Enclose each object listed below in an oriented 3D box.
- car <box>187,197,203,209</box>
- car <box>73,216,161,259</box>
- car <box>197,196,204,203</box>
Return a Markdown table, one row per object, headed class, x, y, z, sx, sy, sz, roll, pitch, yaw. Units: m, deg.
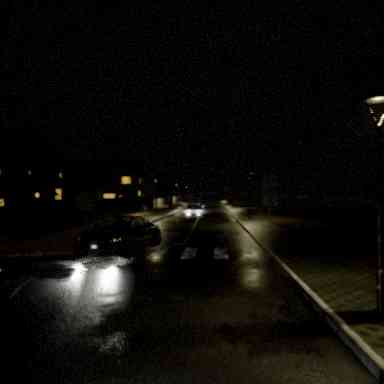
| class | x | y | z | sx | sy | sz | roll | pitch | yaw |
| --- | --- | --- | --- | --- | --- | --- | --- | --- | --- |
| car | 0.280 | 1.812 | 48.462 | 1.895 | 1.301 | 4.718 | 0 | 0 | 3 |
| car | -2.748 | 1.645 | 13.053 | 1.994 | 1.385 | 4.181 | 0 | 0 | 16 |
| car | 1.448 | 1.617 | 67.983 | 1.882 | 1.535 | 5.008 | 0 | 0 | 3 |
